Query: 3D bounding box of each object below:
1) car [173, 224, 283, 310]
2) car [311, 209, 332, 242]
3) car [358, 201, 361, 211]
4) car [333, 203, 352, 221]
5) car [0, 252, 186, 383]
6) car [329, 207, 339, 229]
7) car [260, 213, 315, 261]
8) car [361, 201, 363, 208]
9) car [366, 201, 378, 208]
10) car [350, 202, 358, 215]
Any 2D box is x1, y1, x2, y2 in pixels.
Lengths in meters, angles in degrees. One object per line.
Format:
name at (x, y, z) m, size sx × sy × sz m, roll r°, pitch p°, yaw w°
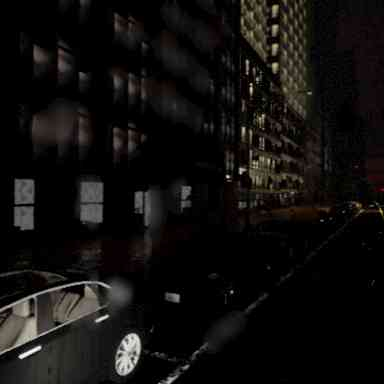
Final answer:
car at (0.676, 1.683, 8.289) m, size 1.947 × 1.339 × 4.313 m, roll -1°, pitch -1°, yaw 29°
car at (6.172, 1.848, 18.237) m, size 2.008 × 1.369 × 4.403 m, roll -1°, pitch -1°, yaw 29°
car at (25.412, 2.507, 53.055) m, size 1.802 × 1.307 × 4.206 m, roll -1°, pitch -1°, yaw 29°
car at (14.418, 2.117, 33.159) m, size 2.008 × 1.369 × 4.403 m, roll -1°, pitch -1°, yaw 29°
car at (-2.073, 1.578, 3.315) m, size 2.008 × 1.369 × 4.403 m, roll -1°, pitch -1°, yaw 29°
car at (8.921, 1.969, 23.211) m, size 1.802 × 1.307 × 4.206 m, roll -1°, pitch -1°, yaw 29°
car at (3.425, 1.751, 13.263) m, size 1.887 × 1.381 × 4.507 m, roll -1°, pitch -1°, yaw 29°
car at (28.161, 2.455, 58.031) m, size 1.967 × 1.590 × 4.097 m, roll -1°, pitch -1°, yaw 29°
car at (39.872, 2.829, 73.645) m, size 1.837 × 1.490 × 4.892 m, roll 0°, pitch -1°, yaw 29°
car at (19.915, 2.297, 43.107) m, size 2.008 × 1.369 × 4.403 m, roll -1°, pitch -1°, yaw 29°
